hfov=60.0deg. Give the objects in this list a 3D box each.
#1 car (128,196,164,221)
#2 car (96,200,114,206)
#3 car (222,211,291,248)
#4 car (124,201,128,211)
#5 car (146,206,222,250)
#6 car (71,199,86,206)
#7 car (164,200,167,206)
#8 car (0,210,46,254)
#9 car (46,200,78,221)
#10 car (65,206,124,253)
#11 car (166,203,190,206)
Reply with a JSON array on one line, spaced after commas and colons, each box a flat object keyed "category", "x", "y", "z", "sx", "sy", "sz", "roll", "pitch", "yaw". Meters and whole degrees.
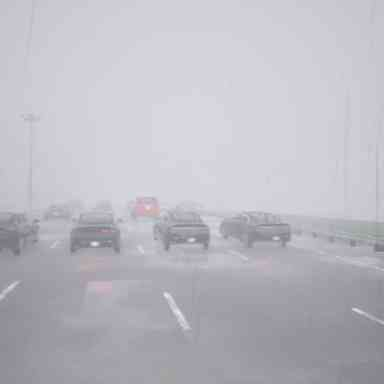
[{"category": "car", "x": -4.156, "y": 1.384, "z": 29.163, "sx": 2.150, "sy": 2.045, "sz": 5.566, "roll": 1, "pitch": 0, "yaw": -14}, {"category": "car", "x": -7.623, "y": 1.677, "z": 28.587, "sx": 1.994, "sy": 1.385, "sz": 4.181, "roll": 1, "pitch": 0, "yaw": -14}, {"category": "car", "x": 2.805, "y": 1.655, "z": 15.721, "sx": 2.128, "sy": 1.511, "sz": 4.902, "roll": 1, "pitch": 0, "yaw": -14}, {"category": "car", "x": -7.807, "y": 1.775, "z": 43.758, "sx": 2.033, "sy": 1.411, "sz": 5.357, "roll": 1, "pitch": 0, "yaw": -14}, {"category": "car", "x": -0.591, "y": 1.601, "z": 14.872, "sx": 2.128, "sy": 1.511, "sz": 4.902, "roll": 1, "pitch": 0, "yaw": -14}, {"category": "car", "x": -14.597, "y": 1.620, "z": 42.064, "sx": 1.837, "sy": 1.490, "sz": 4.892, "roll": 1, "pitch": 0, "yaw": -14}, {"category": "car", "x": -4.411, "y": 1.763, "z": 44.607, "sx": 1.882, "sy": 1.535, "sz": 5.008, "roll": 1, "pitch": 0, "yaw": -14}, {"category": "car", "x": -7.381, "y": 1.504, "z": 13.177, "sx": 1.837, "sy": 1.490, "sz": 4.892, "roll": 1, "pitch": 0, "yaw": -14}, {"category": "car", "x": -11.016, "y": 1.620, "z": 27.735, "sx": 1.994, "sy": 1.385, "sz": 4.181, "roll": 1, "pitch": 0, "yaw": -14}, {"category": "car", "x": -3.985, "y": 1.561, "z": 14.021, "sx": 1.837, "sy": 1.490, "sz": 4.892, "roll": 1, "pitch": 0, "yaw": -14}, {"category": "car", "x": -0.786, "y": 1.826, "z": 30.086, "sx": 1.895, "sy": 1.301, "sz": 4.718, "roll": 1, "pitch": 0, "yaw": -14}]
